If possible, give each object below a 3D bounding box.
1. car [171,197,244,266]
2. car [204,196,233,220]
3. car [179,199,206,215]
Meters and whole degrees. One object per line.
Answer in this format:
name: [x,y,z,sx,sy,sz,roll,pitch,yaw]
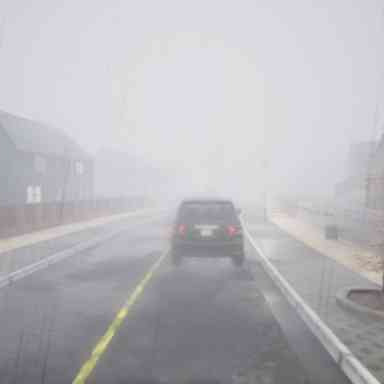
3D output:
car: [0.568,1.179,11.640,2.150,2.045,5.566,0,0,4]
car: [2.294,1.235,27.801,2.097,1.767,4.553,0,0,8]
car: [0.118,1.404,32.825,1.994,1.385,4.181,0,0,10]
